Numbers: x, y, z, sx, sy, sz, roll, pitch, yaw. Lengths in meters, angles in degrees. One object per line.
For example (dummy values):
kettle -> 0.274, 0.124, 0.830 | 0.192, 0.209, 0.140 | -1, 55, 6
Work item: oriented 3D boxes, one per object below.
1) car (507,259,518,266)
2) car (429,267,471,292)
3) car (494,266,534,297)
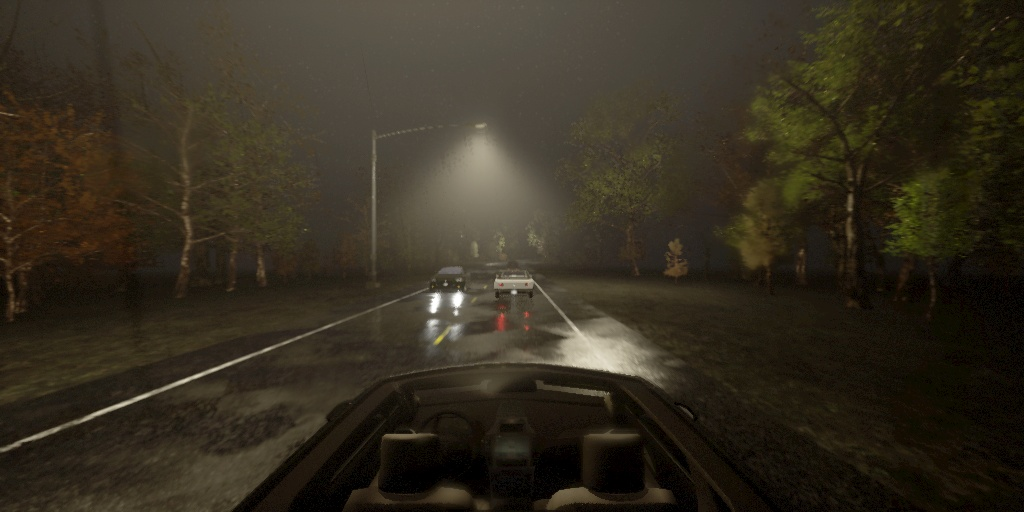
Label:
car -> 0.102, 1.342, 65.135 | 1.882, 1.535, 5.008 | 0, 0, 0
car -> -3.589, 1.349, 21.381 | 1.994, 1.385, 4.181 | 0, 0, 0
car -> 0.101, 1.382, 18.909 | 1.895, 1.301, 4.718 | 0, 0, 0
